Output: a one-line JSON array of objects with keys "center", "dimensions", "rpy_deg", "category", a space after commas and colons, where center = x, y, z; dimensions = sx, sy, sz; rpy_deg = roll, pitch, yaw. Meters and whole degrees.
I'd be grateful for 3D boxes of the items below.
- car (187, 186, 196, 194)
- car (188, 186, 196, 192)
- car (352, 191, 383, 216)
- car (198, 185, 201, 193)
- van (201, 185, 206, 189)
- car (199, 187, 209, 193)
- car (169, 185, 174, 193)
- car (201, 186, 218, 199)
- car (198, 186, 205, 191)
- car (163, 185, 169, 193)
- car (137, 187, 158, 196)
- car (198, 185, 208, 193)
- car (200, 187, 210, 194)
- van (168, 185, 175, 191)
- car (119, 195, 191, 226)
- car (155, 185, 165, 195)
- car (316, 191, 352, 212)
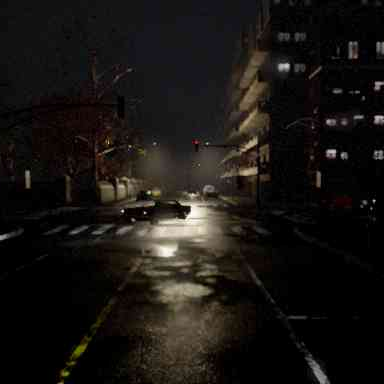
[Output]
[{"center": [-0.031, -0.348, 69.687], "dimensions": [2.033, 1.411, 5.357], "rpy_deg": [0, 1, 0], "category": "car"}, {"center": [-0.035, -0.780, 80.098], "dimensions": [1.837, 1.490, 4.892], "rpy_deg": [0, 1, 0], "category": "car"}, {"center": [16.071, 0.819, 26.093], "dimensions": [5.566, 2.045, 2.150], "rpy_deg": [1, 1, -1], "category": "car"}, {"center": [2.665, -0.285, 63.493], "dimensions": [1.967, 1.590, 4.097], "rpy_deg": [0, 1, 0], "category": "car"}, {"center": [2.670, -0.087, 52.234], "dimensions": [1.690, 1.788, 3.998], "rpy_deg": [0, 2, 0], "category": "van"}, {"center": [2.659, -0.474, 74.752], "dimensions": [1.887, 1.381, 4.507], "rpy_deg": [0, 1, 0], "category": "car"}, {"center": [-5.721, -0.578, 74.747], "dimensions": [1.967, 1.590, 4.097], "rpy_deg": [0, 1, 0], "category": "car"}, {"center": [2.672, 0.267, 46.611], "dimensions": [1.887, 1.381, 4.507], "rpy_deg": [0, 2, 0], "category": "car"}, {"center": [2.651, -0.909, 91.637], "dimensions": [1.887, 1.381, 4.507], "rpy_deg": [0, 1, 0], "category": "car"}, {"center": [-5.713, -0.261, 57.858], "dimensions": [2.192, 1.841, 5.009], "rpy_deg": [0, 2, 0], "category": "car"}, {"center": [-5.705, 0.439, 40.979], "dimensions": [1.947, 1.339, 4.313], "rpy_deg": [0, 2, 0], "category": "car"}, {"center": [2.657, -0.850, 80.374], "dimensions": [2.192, 1.841, 5.009], "rpy_deg": [0, 1, 0], "category": "car"}, {"center": [2.661, -0.321, 69.124], "dimensions": [2.008, 1.369, 4.403], "rpy_deg": [0, 1, 0], "category": "car"}, {"center": [-5.729, -1.112, 91.628], "dimensions": [1.690, 1.788, 3.998], "rpy_deg": [0, 1, 0], "category": "van"}, {"center": [-1.967, 1.062, 18.861], "dimensions": [1.895, 1.301, 4.718], "rpy_deg": [2, 2, 29], "category": "car"}, {"center": [-5.710, 0.102, 52.066], "dimensions": [1.752, 1.417, 4.829], "rpy_deg": [0, 2, 0], "category": "car"}, {"center": [13.454, 0.804, 28.671], "dimensions": [5.009, 1.841, 2.192], "rpy_deg": [1, 0, -1], "category": "car"}]
